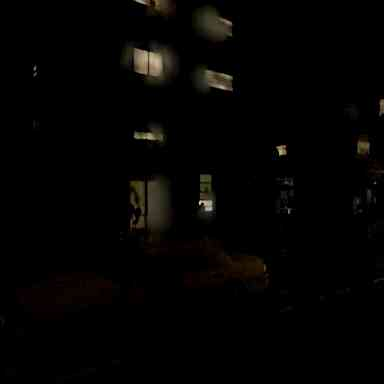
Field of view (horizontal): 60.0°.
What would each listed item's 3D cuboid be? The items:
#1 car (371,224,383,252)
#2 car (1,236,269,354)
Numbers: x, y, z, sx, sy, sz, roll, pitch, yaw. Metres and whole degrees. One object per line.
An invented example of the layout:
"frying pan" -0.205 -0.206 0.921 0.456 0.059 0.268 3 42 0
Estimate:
"car" 8.461 1.549 12.566 4.403 1.369 2.008 0 0 -35
"car" -0.686 1.525 6.068 4.829 1.417 1.752 0 0 -35
